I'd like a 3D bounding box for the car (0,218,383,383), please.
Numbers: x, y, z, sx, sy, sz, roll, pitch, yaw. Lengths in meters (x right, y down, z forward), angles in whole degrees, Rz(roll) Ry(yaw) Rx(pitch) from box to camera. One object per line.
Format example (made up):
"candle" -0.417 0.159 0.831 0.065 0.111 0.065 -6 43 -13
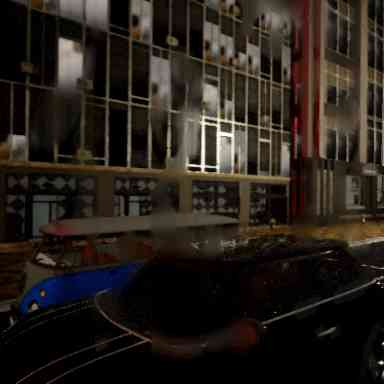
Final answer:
"car" 0.220 1.343 3.536 4.553 1.767 2.097 0 0 -36

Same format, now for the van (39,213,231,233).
"van" -0.849 1.330 5.944 3.998 1.788 1.690 0 1 -35
